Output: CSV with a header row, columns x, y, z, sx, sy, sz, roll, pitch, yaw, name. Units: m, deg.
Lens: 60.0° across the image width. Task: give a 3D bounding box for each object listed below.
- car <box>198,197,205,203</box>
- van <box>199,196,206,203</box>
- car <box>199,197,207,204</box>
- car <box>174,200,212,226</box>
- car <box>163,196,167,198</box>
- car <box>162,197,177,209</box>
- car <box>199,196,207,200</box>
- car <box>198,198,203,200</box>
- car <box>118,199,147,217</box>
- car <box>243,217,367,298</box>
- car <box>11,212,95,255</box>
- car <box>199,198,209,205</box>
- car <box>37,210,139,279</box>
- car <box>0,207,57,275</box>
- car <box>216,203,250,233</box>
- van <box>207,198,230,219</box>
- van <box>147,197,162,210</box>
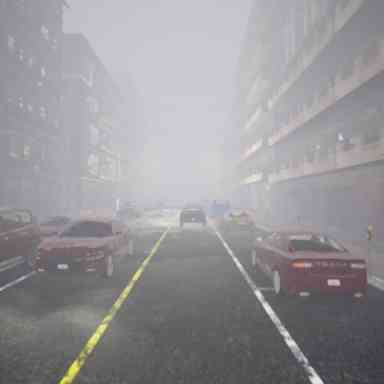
x,y,z,sx,sy,sz,roll,pitch,yaw,name
2.532,2.059,87.929,1.802,1.307,4.206,1,0,0,car
2.544,1.789,82.260,1.690,1.788,3.998,1,0,0,van
2.550,1.944,76.758,1.752,1.417,4.829,1,0,0,car
0.063,1.631,24.526,2.128,1.511,4.902,0,0,0,car
-5.771,1.874,59.636,1.887,1.381,4.507,1,0,0,car
-3.156,1.885,51.251,1.895,1.301,4.718,0,0,0,car
2.569,1.799,65.248,1.967,1.590,4.097,1,0,0,car
0.033,1.798,42.105,1.994,1.385,4.181,0,0,0,car
-5.725,1.617,31.282,1.967,1.590,4.097,1,0,0,car
2.689,1.594,8.544,1.887,1.381,4.507,1,0,0,car
-5.701,1.664,14.269,1.802,1.307,4.206,1,0,0,car
2.558,1.954,70.918,1.947,1.339,4.313,1,0,0,car
-3.116,1.538,10.496,1.882,1.535,5.008,0,0,0,car
-5.688,1.365,8.599,2.192,1.841,5.009,1,0,0,car
2.660,1.639,20.054,1.752,1.417,4.829,1,0,0,car
2.623,1.517,31.227,1.690,1.788,3.998,1,0,0,van
-5.750,1.610,48.296,1.690,1.788,3.998,1,0,0,van
